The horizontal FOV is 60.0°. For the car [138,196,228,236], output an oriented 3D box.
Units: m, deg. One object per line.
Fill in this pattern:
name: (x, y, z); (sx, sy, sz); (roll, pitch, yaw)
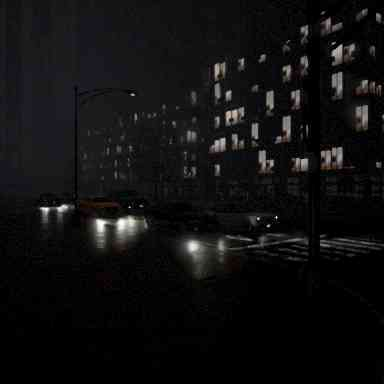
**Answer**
car: (-0.661, 1.231, 17.325); (1.882, 1.535, 5.008); (0, 1, -37)

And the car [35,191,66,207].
car: (-15.928, 0.804, 36.837); (1.837, 1.490, 4.892); (0, 1, -38)

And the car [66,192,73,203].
car: (-15.908, 0.697, 42.127); (1.882, 1.535, 5.008); (0, 1, -37)

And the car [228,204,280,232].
car: (2.508, 1.368, 18.580); (1.895, 1.301, 4.718); (0, 1, -39)

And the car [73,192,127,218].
car: (-7.228, 1.036, 25.693); (1.882, 1.535, 5.008); (0, 1, -38)

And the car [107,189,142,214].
car: (-5.817, 0.743, 29.154); (2.150, 2.045, 5.566); (0, 1, -38)
